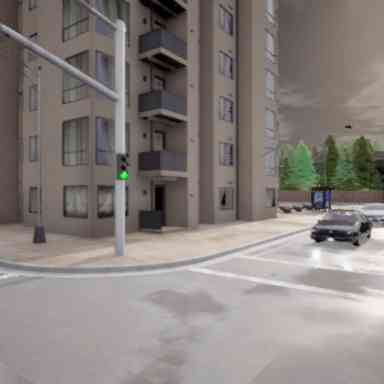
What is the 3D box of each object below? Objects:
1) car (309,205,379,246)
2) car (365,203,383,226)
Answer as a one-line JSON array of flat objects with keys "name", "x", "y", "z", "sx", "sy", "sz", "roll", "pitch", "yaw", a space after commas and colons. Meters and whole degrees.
[{"name": "car", "x": 7.211, "y": 1.550, "z": 15.731, "sx": 2.033, "sy": 1.411, "sz": 5.357, "roll": 0, "pitch": 0, "yaw": 36}, {"name": "car", "x": 13.022, "y": 1.528, "z": 23.692, "sx": 1.812, "sy": 1.442, "sz": 4.674, "roll": 0, "pitch": 0, "yaw": 36}]
